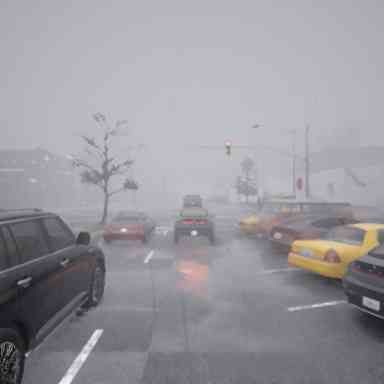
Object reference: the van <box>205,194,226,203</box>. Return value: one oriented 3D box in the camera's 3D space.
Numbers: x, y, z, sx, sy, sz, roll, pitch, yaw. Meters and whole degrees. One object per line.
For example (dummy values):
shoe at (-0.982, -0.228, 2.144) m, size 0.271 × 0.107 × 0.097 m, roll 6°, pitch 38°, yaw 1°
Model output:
van at (4.966, 1.412, 70.190) m, size 4.442 × 1.987 × 1.878 m, roll 1°, pitch -1°, yaw -20°

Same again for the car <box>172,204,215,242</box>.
car at (0.100, 1.544, 16.549) m, size 1.837 × 1.490 × 4.892 m, roll 0°, pitch -1°, yaw 0°

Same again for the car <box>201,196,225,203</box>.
car at (4.899, 1.871, 79.093) m, size 5.366 × 1.575 × 1.946 m, roll 1°, pitch -1°, yaw -20°

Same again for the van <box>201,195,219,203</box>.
van at (4.968, 1.967, 91.031) m, size 4.442 × 1.987 × 1.878 m, roll 1°, pitch -1°, yaw -20°

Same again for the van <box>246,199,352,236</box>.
van at (4.964, 1.301, 14.922) m, size 4.442 × 1.987 × 1.878 m, roll 1°, pitch 0°, yaw -20°

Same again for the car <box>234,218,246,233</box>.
car at (4.898, 1.532, 17.880) m, size 5.366 × 1.575 × 1.946 m, roll 1°, pitch 0°, yaw -20°

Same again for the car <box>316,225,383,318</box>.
car at (5.064, 1.503, 6.017) m, size 4.892 × 1.521 × 2.231 m, roll 1°, pitch 0°, yaw -20°

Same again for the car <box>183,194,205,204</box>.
car at (0.095, 1.308, 39.178) m, size 2.150 × 2.045 × 5.566 m, roll -1°, pitch 0°, yaw 0°

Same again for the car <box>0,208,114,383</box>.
car at (-2.898, 1.232, 4.753) m, size 2.150 × 2.045 × 5.566 m, roll 0°, pitch 0°, yaw 0°

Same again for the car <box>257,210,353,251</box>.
car at (5.096, 1.549, 11.995) m, size 4.792 × 1.488 × 2.163 m, roll 1°, pitch 0°, yaw -20°

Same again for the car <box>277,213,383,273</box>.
car at (5.244, 1.509, 9.065) m, size 5.366 × 1.575 × 1.946 m, roll 1°, pitch 0°, yaw -20°

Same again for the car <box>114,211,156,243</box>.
car at (-2.899, 1.605, 16.195) m, size 1.994 × 1.385 × 4.181 m, roll 0°, pitch 0°, yaw 0°

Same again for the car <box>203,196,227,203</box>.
car at (5.068, 1.760, 73.207) m, size 4.674 × 1.452 × 2.002 m, roll 1°, pitch -2°, yaw -20°
